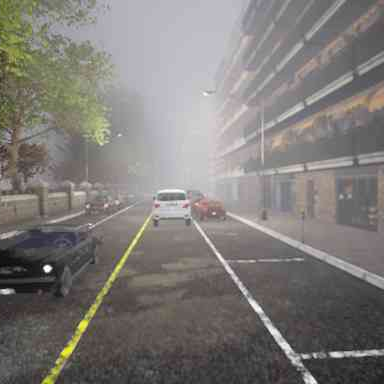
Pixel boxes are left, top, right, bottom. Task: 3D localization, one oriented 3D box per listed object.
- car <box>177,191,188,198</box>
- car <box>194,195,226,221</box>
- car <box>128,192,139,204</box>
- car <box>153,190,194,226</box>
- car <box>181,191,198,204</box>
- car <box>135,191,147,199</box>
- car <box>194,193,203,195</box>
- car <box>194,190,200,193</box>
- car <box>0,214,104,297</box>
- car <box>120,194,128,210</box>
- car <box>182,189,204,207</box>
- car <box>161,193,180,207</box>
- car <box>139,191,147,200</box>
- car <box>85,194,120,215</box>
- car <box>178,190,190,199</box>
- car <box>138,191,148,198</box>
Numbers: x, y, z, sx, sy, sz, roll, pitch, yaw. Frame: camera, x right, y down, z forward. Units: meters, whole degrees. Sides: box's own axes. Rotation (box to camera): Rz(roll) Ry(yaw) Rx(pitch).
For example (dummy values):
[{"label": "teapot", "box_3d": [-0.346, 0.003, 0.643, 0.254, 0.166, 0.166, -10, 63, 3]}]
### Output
[{"label": "car", "box_3d": [-1.931, 0.458, 67.622, 1.947, 1.339, 4.313, -1, 1, -4]}, {"label": "car", "box_3d": [1.213, 1.138, 22.694, 1.887, 1.381, 4.507, -1, 1, -4]}, {"label": "car", "box_3d": [-8.718, 0.902, 44.574, 2.008, 1.369, 4.403, -1, 1, -4]}, {"label": "car", "box_3d": [-1.267, 0.880, 20.745, 2.150, 2.045, 5.566, -1, 1, -4]}, {"label": "car", "box_3d": [-0.361, 0.679, 45.156, 1.967, 1.590, 4.097, -1, 1, -4]}, {"label": "car", "box_3d": [-10.290, 0.556, 67.037, 2.008, 1.369, 4.403, -1, 1, -4]}, {"label": "car", "box_3d": [0.819, 1.049, 28.311, 1.887, 1.381, 4.507, -1, 1, -4]}, {"label": "car", "box_3d": [0.425, 0.856, 33.924, 1.967, 1.590, 4.097, -1, 1, -4]}, {"label": "car", "box_3d": [-3.584, 1.497, 8.340, 1.895, 1.301, 4.718, -1, 1, -4]}, {"label": "car", "box_3d": [-7.935, 0.968, 33.339, 1.967, 1.590, 4.097, -1, 1, -4]}, {"label": "car", "box_3d": [0.030, 0.642, 39.537, 2.192, 1.841, 5.009, -1, 1, -4]}, {"label": "car", "box_3d": [-2.572, 0.906, 39.578, 2.033, 1.411, 5.357, -1, 1, -4]}, {"label": "car", "box_3d": [-9.886, 0.618, 61.251, 1.752, 1.417, 4.829, -1, 1, -4]}, {"label": "car", "box_3d": [-7.542, 1.057, 27.726, 1.967, 1.590, 4.097, -1, 1, -4]}, {"label": "car", "box_3d": [-1.540, 0.418, 62.003, 1.967, 1.590, 4.097, -1, 1, -4]}, {"label": "car", "box_3d": [-10.672, 0.449, 72.484, 1.752, 1.417, 4.829, -1, 1, -4]}]
